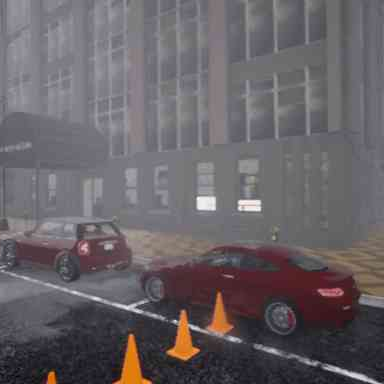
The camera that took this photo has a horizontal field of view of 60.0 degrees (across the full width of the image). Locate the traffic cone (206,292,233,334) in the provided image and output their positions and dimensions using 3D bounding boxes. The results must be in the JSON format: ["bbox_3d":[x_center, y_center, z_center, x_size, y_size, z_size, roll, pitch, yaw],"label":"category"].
[{"bbox_3d":[0.452,1.955,5.487,0.340,0.580,0.340,0,2,36],"label":"traffic cone"}]

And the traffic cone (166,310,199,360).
[{"bbox_3d":[-0.125,1.958,4.674,0.340,0.580,0.340,0,0,36],"label":"traffic cone"}]

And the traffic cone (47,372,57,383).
[{"bbox_3d":[-1.290,1.952,3.048,0.340,0.580,0.340,0,0,36],"label":"traffic cone"}]

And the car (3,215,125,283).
[{"bbox_3d":[-3.718,1.426,9.686,4.097,1.590,1.967,0,-1,36],"label":"car"}]

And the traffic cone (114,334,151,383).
[{"bbox_3d":[-0.707,1.955,3.861,0.340,0.580,0.340,0,0,36],"label":"traffic cone"}]

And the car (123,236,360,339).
[{"bbox_3d":[0.873,1.589,6.392,4.206,1.307,1.802,0,-1,36],"label":"car"}]
